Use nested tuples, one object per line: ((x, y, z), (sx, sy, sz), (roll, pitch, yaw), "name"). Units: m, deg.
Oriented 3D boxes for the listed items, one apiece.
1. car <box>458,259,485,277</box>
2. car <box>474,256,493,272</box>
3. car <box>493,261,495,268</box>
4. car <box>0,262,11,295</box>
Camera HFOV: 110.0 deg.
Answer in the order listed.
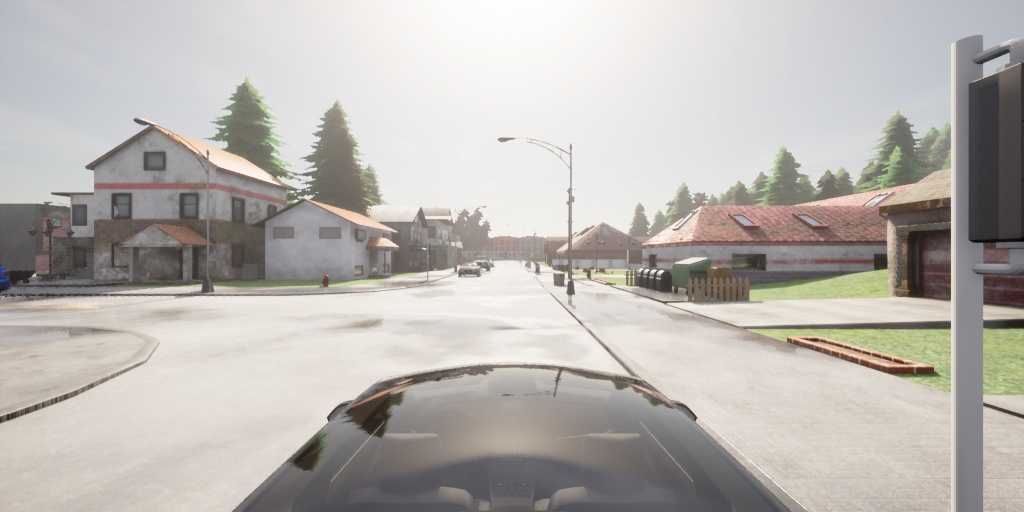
((-4.089, 1.314, 35.454), (1.994, 1.385, 4.181), (0, 0, 0), "car")
((-4.084, 0.972, 47.586), (2.150, 2.045, 5.566), (0, 0, 0), "car")
((-4.023, 1.314, 60.836), (1.994, 1.385, 4.181), (0, 0, 1), "car")
((-26.094, 0.971, 15.956), (5.566, 2.045, 2.150), (0, 0, 1), "car")
